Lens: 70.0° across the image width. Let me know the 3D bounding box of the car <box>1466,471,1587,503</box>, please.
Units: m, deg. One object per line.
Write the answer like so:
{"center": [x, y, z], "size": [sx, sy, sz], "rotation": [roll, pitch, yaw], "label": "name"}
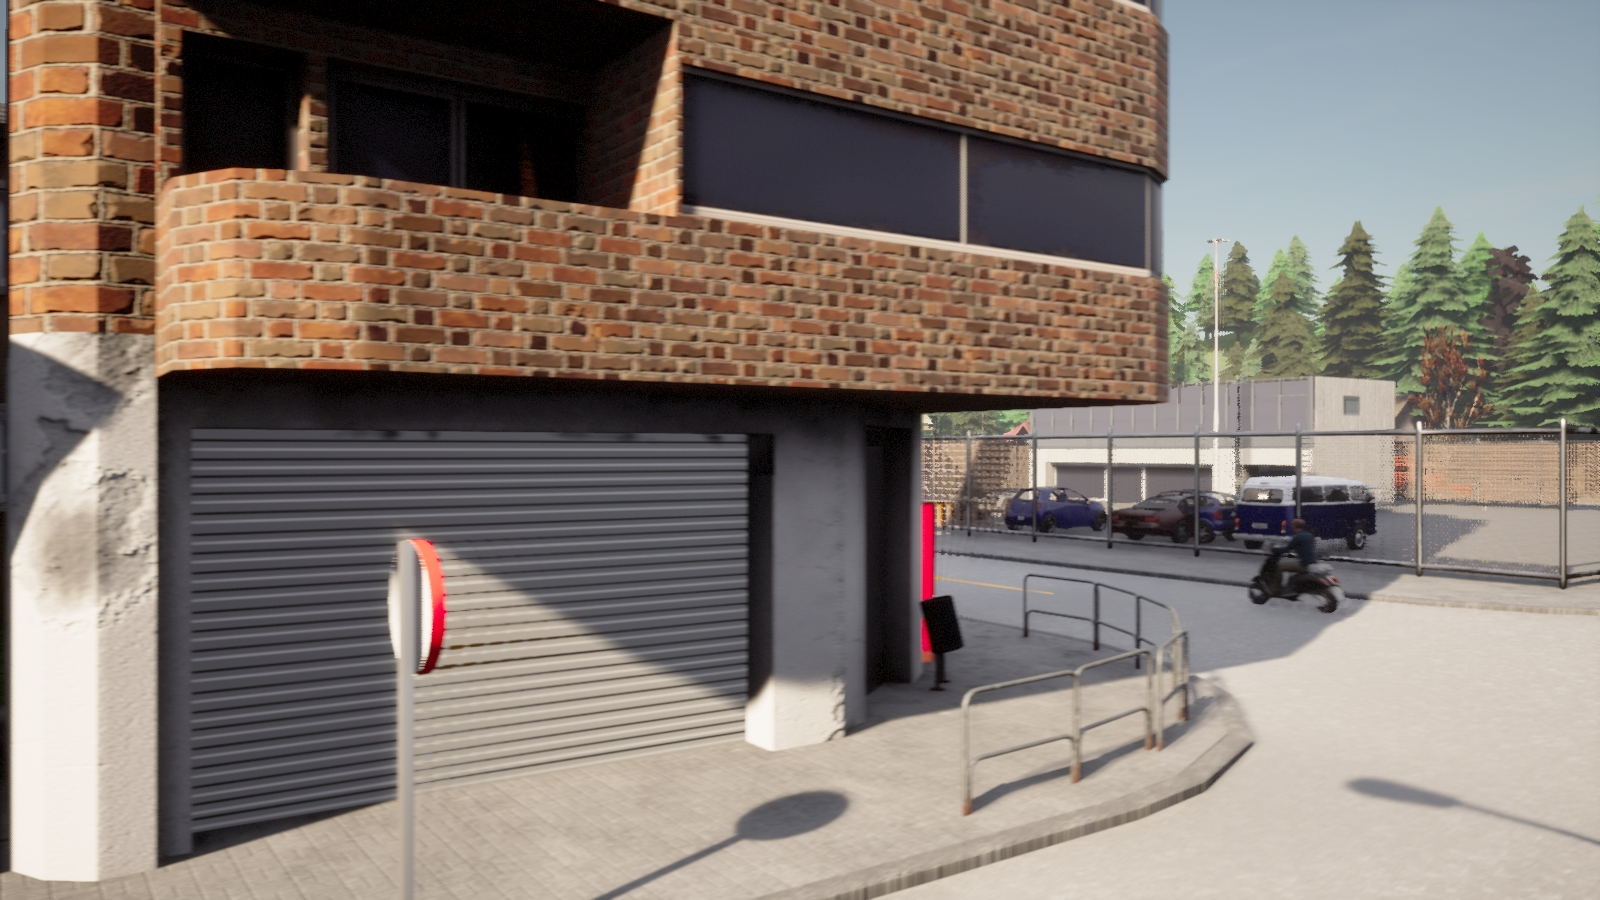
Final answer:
{"center": [37.211, 1.850, 58.635], "size": [2.163, 1.488, 4.792], "rotation": [0, 0, -35], "label": "car"}
